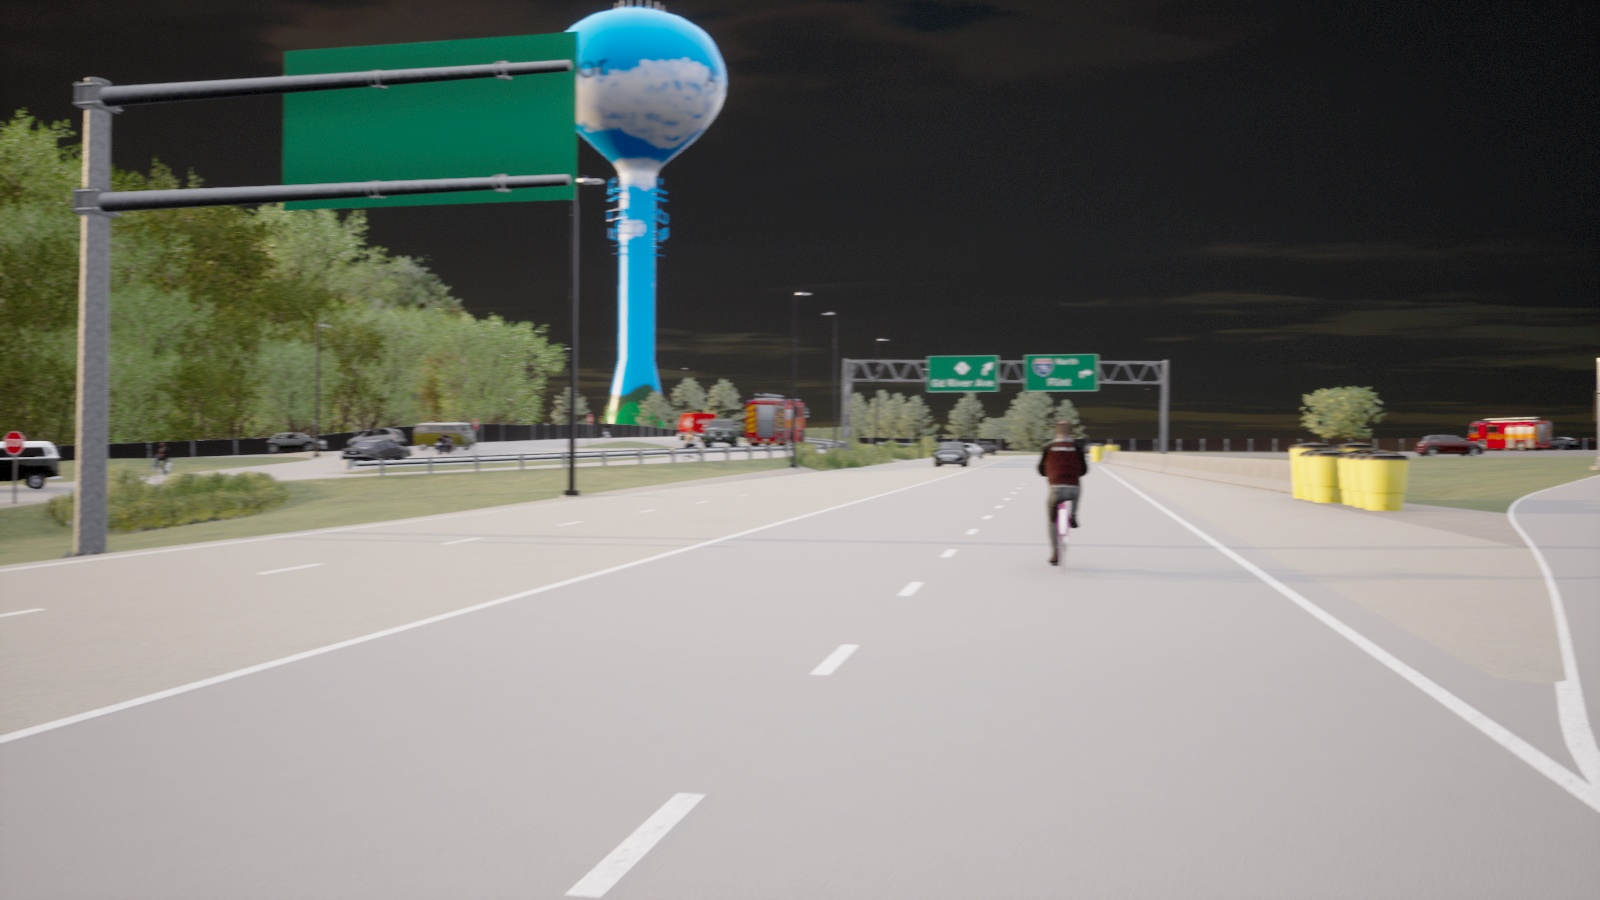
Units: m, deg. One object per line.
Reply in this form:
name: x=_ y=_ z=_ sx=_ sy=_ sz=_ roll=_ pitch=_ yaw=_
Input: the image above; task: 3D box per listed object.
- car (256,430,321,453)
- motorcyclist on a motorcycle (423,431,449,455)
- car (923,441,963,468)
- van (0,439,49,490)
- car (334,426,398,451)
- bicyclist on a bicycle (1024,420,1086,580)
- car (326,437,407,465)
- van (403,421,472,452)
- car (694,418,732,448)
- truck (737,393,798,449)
car: x=-36.282 y=-0.610 z=89.141 sx=3.806 sy=1.475 sz=1.970 roll=-2 pitch=1 yaw=-1
motorcyclist on a motorcycle: x=-24.071 y=-0.471 z=83.068 sx=0.866 sy=1.530 sz=2.191 roll=0 pitch=3 yaw=7
car: x=8.995 y=0.249 z=78.762 sx=2.033 sy=1.649 sz=4.856 roll=0 pitch=0 yaw=12
van: x=-34.141 y=0.613 z=52.594 sx=4.480 sy=2.038 sz=2.069 roll=-1 pitch=2 yaw=-34
car: x=-31.888 y=-0.867 z=92.332 sx=3.988 sy=1.617 sz=1.851 roll=-3 pitch=0 yaw=5
bicyclist on a bicycle: x=3.021 y=0.543 z=14.872 sx=0.659 sy=1.776 sz=1.843 roll=0 pitch=1 yaw=12
car: x=-25.730 y=0.025 z=74.740 sx=2.033 sy=1.411 sz=5.357 roll=0 pitch=3 yaw=12
van: x=-25.170 y=-0.961 z=87.175 sx=4.442 sy=1.987 sz=1.775 roll=1 pitch=3 yaw=23
car: x=-6.211 y=-1.246 z=90.035 sx=2.150 sy=2.045 sz=5.566 roll=1 pitch=2 yaw=2
truck: x=-2.264 y=-2.109 z=90.978 sx=2.891 sy=3.827 sz=8.468 roll=1 pitch=1 yaw=9
